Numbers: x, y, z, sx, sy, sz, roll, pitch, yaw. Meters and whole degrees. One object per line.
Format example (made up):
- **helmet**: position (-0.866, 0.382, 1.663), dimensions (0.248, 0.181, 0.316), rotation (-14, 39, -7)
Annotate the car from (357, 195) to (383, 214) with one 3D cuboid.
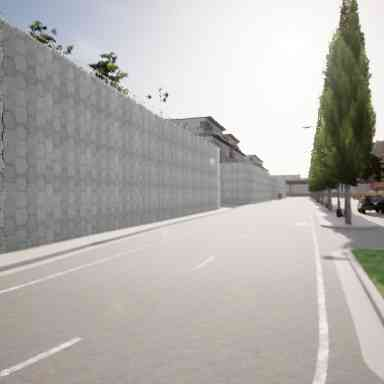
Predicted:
- **car**: position (19.693, 1.336, 36.676), dimensions (2.150, 2.045, 5.566), rotation (-1, -1, 19)
